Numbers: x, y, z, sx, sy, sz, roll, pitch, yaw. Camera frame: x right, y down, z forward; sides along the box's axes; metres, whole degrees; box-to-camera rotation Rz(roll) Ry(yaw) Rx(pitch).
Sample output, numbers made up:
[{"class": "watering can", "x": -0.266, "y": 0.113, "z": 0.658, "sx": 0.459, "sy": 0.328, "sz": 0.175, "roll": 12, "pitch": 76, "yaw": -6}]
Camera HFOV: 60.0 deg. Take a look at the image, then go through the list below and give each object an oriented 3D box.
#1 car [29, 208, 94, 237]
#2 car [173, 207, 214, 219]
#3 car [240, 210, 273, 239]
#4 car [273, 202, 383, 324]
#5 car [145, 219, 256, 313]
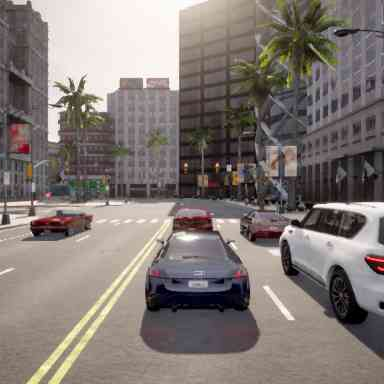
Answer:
[{"class": "car", "x": -7.014, "y": 1.601, "z": 18.324, "sx": 1.895, "sy": 1.301, "sz": 4.718, "roll": 0, "pitch": 0, "yaw": 0}, {"class": "car", "x": 0.086, "y": 1.478, "z": 16.756, "sx": 1.882, "sy": 1.535, "sz": 5.008, "roll": 0, "pitch": 0, "yaw": 2}, {"class": "car", "x": 3.593, "y": 1.564, "z": 16.635, "sx": 1.994, "sy": 1.385, "sz": 4.181, "roll": 0, "pitch": 0, "yaw": 0}, {"class": "car", "x": 3.599, "y": 1.221, "z": 7.270, "sx": 2.150, "sy": 2.045, "sz": 5.566, "roll": 0, "pitch": 0, "yaw": 0}, {"class": "car", "x": 0.087, "y": 1.562, "z": 7.770, "sx": 1.994, "sy": 1.385, "sz": 4.181, "roll": 0, "pitch": 0, "yaw": -1}]
